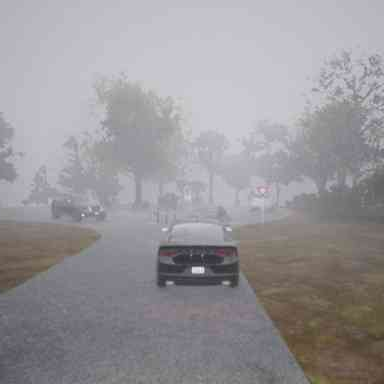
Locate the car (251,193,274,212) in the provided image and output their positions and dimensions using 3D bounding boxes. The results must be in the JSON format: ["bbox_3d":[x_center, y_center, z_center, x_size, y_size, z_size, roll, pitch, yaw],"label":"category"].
[{"bbox_3d":[7.984,1.103,37.411,2.150,2.045,5.566,1,0,16],"label":"car"}]

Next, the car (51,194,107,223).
[{"bbox_3d":[-8.641,1.141,25.150,5.566,2.045,2.150,0,0,44],"label":"car"}]

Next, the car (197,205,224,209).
[{"bbox_3d":[1.131,1.484,19.768,2.033,1.411,5.357,0,0,13],"label":"car"}]

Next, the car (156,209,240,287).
[{"bbox_3d":[0.141,1.448,9.257,1.882,1.535,5.008,0,0,0],"label":"car"}]
